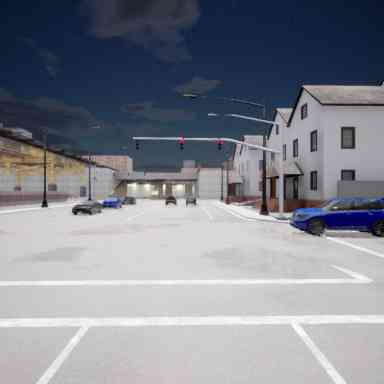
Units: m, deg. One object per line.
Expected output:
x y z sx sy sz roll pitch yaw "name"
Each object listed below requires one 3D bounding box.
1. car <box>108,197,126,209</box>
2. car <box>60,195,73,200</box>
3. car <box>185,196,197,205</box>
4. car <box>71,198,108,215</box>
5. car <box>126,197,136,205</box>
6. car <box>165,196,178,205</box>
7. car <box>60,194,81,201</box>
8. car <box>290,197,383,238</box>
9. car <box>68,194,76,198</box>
-10.707 1.477 44.816 1.882 1.535 5.008 0 0 0 "car"
-31.919 1.295 84.296 1.853 1.218 4.536 0 0 -37 "car"
-0.145 1.489 58.611 2.128 1.511 4.902 0 0 0 "car"
-10.684 1.547 34.369 2.033 1.411 5.357 0 0 0 "car"
-10.722 1.526 56.841 1.812 1.442 4.674 0 0 0 "car"
-3.644 1.505 58.602 1.837 1.490 4.892 0 0 0 "car"
-32.691 1.452 89.619 2.038 1.542 4.974 0 0 28 "car"
8.338 1.326 18.304 5.566 2.045 2.150 0 1 5 "car"
-31.887 1.452 84.254 2.038 1.542 4.974 0 0 -37 "car"
